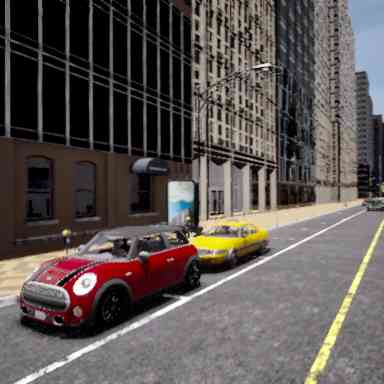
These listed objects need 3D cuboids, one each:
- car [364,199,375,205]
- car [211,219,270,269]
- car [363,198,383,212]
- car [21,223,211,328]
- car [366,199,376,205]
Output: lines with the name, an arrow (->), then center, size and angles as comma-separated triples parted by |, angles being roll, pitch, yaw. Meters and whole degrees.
car -> 39.877, 2.263, 74.644 | 1.802, 1.307, 4.206 | -1, -1, 32
car -> 1.374, 1.663, 11.919 | 1.752, 1.417, 4.829 | -1, -1, 32
car -> 25.299, 1.756, 45.758 | 2.097, 1.767, 4.553 | -1, -1, 32
car -> -1.492, 1.540, 7.252 | 1.967, 1.590, 4.097 | -1, -1, 32
car -> 42.832, 2.290, 79.459 | 1.947, 1.339, 4.313 | -1, -1, 32
